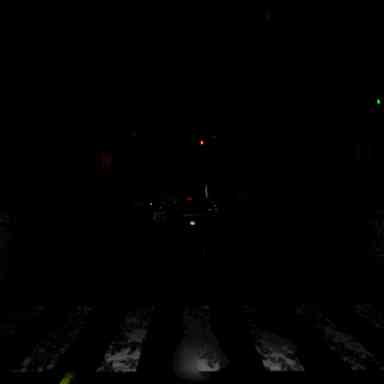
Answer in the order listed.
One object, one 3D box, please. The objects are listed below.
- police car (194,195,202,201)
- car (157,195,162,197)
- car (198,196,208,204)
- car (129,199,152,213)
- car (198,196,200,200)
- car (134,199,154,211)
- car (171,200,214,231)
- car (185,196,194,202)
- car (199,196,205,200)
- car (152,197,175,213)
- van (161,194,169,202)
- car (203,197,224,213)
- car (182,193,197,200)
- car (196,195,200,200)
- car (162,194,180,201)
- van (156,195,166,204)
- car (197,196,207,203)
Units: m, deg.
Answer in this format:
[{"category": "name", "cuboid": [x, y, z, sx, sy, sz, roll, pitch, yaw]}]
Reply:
[{"category": "police car", "cuboid": [1.656, 1.554, 91.395, 1.930, 1.638, 5.238, 0, 0, -1]}, {"category": "car", "cuboid": [-6.150, 1.635, 56.699, 1.947, 1.339, 4.313, 0, 0, -1]}, {"category": "car", "cuboid": [2.261, 1.614, 68.876, 1.752, 1.417, 4.829, 0, 0, -1]}, {"category": "car", "cuboid": [-5.967, 1.593, 37.136, 2.008, 1.369, 4.403, 0, 0, -1]}, {"category": "car", "cuboid": [2.405, 1.615, 53.545, 2.008, 1.369, 4.403, 0, 0, -1]}, {"category": "car", "cuboid": [-6.014, 1.599, 42.128, 2.008, 1.369, 4.403, 0, 0, -1]}, {"category": "car", "cuboid": [0.026, 1.516, 21.022, 2.128, 1.511, 4.902, 0, 0, 0]}, {"category": "car", "cuboid": [-0.571, 1.547, 76.502, 1.895, 1.301, 4.718, 0, 0, -1]}, {"category": "car", "cuboid": [2.456, 1.601, 48.101, 1.887, 1.381, 4.507, 0, 0, -1]}, {"category": "car", "cuboid": [-3.301, 1.606, 37.533, 1.994, 1.385, 4.181, 0, 0, 0]}, {"category": "van", "cuboid": [-6.353, 1.446, 78.352, 1.690, 1.788, 3.998, 0, 0, -1]}, {"category": "car", "cuboid": [2.558, 1.593, 37.213, 2.008, 1.369, 4.403, 0, 0, -1]}, {"category": "car", "cuboid": [-0.473, 1.575, 66.049, 2.128, 1.511, 4.902, 0, 0, -1]}, {"category": "car", "cuboid": [2.312, 1.630, 63.417, 2.008, 1.369, 4.403, 0, 0, -1]}, {"category": "car", "cuboid": [-3.437, 1.544, 54.955, 1.882, 1.535, 5.008, 0, 0, 0]}, {"category": "van", "cuboid": [-6.252, 1.428, 67.525, 1.690, 1.788, 3.998, 0, 0, -1]}, {"category": "car", "cuboid": [2.214, 1.663, 73.995, 1.947, 1.339, 4.313, 0, 0, -1]}]
